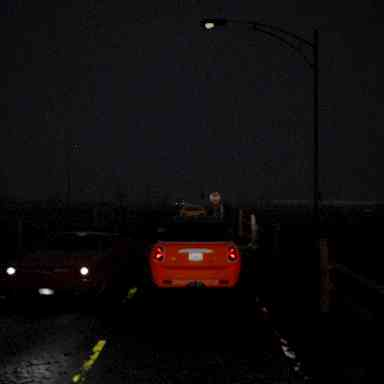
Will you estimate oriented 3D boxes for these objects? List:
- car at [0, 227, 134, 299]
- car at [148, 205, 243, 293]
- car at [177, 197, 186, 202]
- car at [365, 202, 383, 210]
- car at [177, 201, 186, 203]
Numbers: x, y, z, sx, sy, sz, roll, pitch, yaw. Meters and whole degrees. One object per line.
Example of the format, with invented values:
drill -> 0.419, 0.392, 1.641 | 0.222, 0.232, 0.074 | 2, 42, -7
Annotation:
car -> -2.846, 1.652, 8.698 | 1.895, 1.301, 4.718 | 0, 0, 0
car -> 0.085, 1.406, 9.192 | 2.097, 1.767, 4.553 | 0, 0, 0
car -> -2.739, 2.102, 83.708 | 1.837, 1.490, 4.892 | 0, -1, 0
car -> 34.001, 2.506, 60.329 | 5.357, 1.411, 2.033 | 1, -1, -19
car -> 0.084, 1.620, 23.545 | 1.882, 1.535, 5.008 | 0, -1, 0
